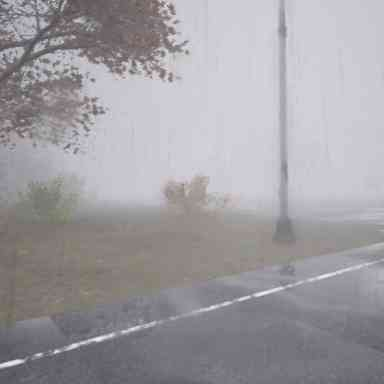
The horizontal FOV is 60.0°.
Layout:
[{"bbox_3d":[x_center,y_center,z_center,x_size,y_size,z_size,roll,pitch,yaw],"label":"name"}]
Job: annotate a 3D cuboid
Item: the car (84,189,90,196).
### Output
[{"bbox_3d":[-24.799,0.136,76.441,2.097,1.767,4.553,-2,2,-29],"label":"car"}]
